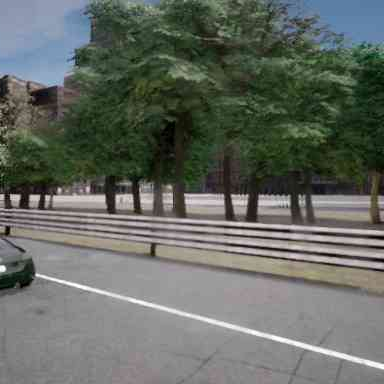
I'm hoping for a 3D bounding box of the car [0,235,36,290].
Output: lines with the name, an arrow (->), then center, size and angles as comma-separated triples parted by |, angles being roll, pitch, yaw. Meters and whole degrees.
car -> -5.630, 1.563, 7.975 | 4.181, 1.385, 1.994 | 0, 0, 35
